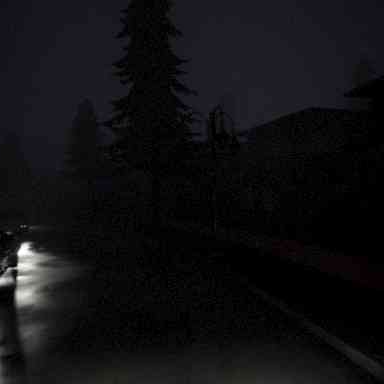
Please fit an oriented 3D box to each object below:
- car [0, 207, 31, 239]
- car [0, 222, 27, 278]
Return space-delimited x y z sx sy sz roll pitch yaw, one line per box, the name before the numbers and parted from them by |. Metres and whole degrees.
car | -10.208 1.803 18.652 2.128 1.511 4.902 -2 0 -28
car | -6.043 1.788 9.125 1.895 1.301 4.718 -2 0 -19
